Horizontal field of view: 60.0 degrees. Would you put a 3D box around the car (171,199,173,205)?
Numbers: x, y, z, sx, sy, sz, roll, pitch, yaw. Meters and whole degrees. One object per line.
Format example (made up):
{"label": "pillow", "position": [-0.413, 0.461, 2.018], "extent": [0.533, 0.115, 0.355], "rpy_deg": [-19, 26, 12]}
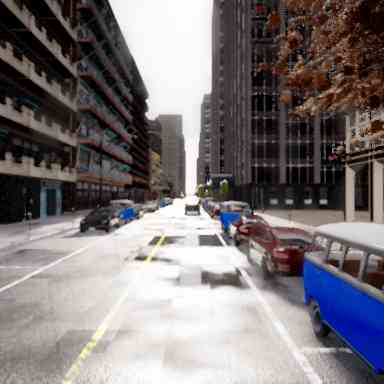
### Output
{"label": "car", "position": [-5.765, 2.269, 72.140], "extent": [1.947, 1.339, 4.313], "rpy_deg": [0, -1, 0]}

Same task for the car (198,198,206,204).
{"label": "car", "position": [2.597, 2.440, 89.137], "extent": [1.887, 1.381, 4.507], "rpy_deg": [0, -1, 0]}

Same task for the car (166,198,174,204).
{"label": "car", "position": [-5.783, 2.419, 88.958], "extent": [1.752, 1.417, 4.829], "rpy_deg": [0, -1, 0]}

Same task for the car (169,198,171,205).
{"label": "car", "position": [-5.759, 2.166, 66.307], "extent": [1.752, 1.417, 4.829], "rpy_deg": [0, -1, 0]}

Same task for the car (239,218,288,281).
{"label": "car", "position": [2.683, 1.663, 9.854], "extent": [1.802, 1.307, 4.206], "rpy_deg": [0, 0, 0]}

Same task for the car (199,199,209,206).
{"label": "car", "position": [2.615, 2.247, 72.150], "extent": [1.887, 1.381, 4.507], "rpy_deg": [0, -1, 0]}

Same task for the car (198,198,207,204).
{"label": "car", "position": [2.603, 2.268, 83.477], "extent": [1.967, 1.590, 4.097], "rpy_deg": [0, -1, 0]}

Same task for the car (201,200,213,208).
{"label": "car", "position": [2.628, 2.132, 60.822], "extent": [2.008, 1.369, 4.403], "rpy_deg": [0, -1, 0]}

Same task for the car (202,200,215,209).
{"label": "car", "position": [2.634, 2.065, 55.158], "extent": [1.887, 1.381, 4.507], "rpy_deg": [0, -1, 0]}

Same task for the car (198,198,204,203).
{"label": "car", "position": [2.590, 2.492, 94.969], "extent": [1.752, 1.417, 4.829], "rpy_deg": [0, -1, 0]}

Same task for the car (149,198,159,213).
{"label": "car", "position": [-5.735, 1.923, 43.651], "extent": [1.752, 1.417, 4.829], "rpy_deg": [0, -1, 0]}

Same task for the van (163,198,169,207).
{"label": "van", "position": [-5.753, 1.923, 60.815], "extent": [1.690, 1.788, 3.998], "rpy_deg": [0, -1, 0]}

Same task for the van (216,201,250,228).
{"label": "van", "position": [2.671, 1.516, 21.181], "extent": [1.690, 1.788, 3.998], "rpy_deg": [0, -1, 0]}

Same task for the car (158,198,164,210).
{"label": "car", "position": [-5.741, 2.011, 49.485], "extent": [2.008, 1.369, 4.403], "rpy_deg": [0, -1, 0]}

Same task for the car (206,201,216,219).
{"label": "car", "position": [2.658, 1.863, 32.504], "extent": [1.802, 1.307, 4.206], "rpy_deg": [0, -1, 0]}

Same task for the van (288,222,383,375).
{"label": "van", "position": [2.690, 1.376, 4.192], "extent": [1.690, 1.788, 3.998], "rpy_deg": [0, 0, 0]}

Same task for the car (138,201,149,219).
{"label": "car", "position": [-5.722, 1.833, 32.496], "extent": [2.008, 1.369, 4.403], "rpy_deg": [0, -1, 0]}

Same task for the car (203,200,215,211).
{"label": "car", "position": [2.652, 1.890, 38.168], "extent": [2.008, 1.369, 4.403], "rpy_deg": [0, -1, 0]}

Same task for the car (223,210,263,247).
{"label": "car", "position": [2.677, 1.709, 15.516], "extent": [1.802, 1.307, 4.206], "rpy_deg": [0, 0, 0]}

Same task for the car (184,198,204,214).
{"label": "car", "position": [0.058, 1.854, 40.476], "extent": [2.128, 1.511, 4.902], "rpy_deg": [0, -1, 0]}

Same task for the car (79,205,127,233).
{"label": "car", "position": [-5.710, 1.742, 21.170], "extent": [1.947, 1.339, 4.313], "rpy_deg": [0, 0, 0]}

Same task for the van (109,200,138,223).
{"label": "van", "position": [-5.715, 1.568, 26.837], "extent": [1.690, 1.788, 3.998], "rpy_deg": [0, -1, 0]}
